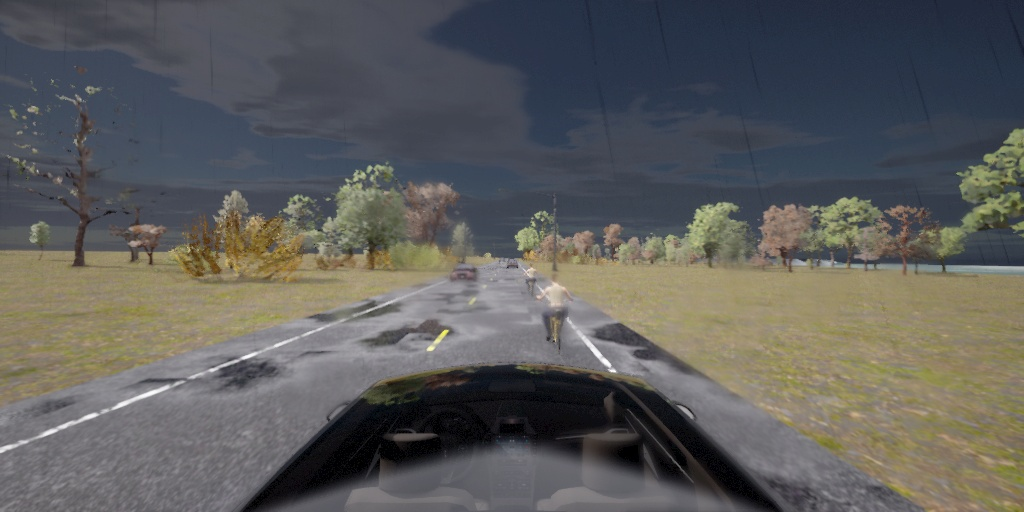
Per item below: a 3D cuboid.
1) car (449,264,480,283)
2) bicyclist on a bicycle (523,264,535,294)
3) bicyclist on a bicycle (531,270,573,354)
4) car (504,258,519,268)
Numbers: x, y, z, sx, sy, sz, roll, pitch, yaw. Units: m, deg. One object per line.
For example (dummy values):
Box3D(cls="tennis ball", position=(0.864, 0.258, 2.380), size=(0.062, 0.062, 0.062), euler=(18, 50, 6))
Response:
Box3D(cls="car", position=(-3.598, 1.318, 27.892), size=(1.994, 1.385, 4.181), euler=(0, 0, 0))
Box3D(cls="bicyclist on a bicycle", position=(0.982, 1.190, 17.942), size=(0.866, 1.612, 1.509), euler=(0, 0, 0))
Box3D(cls="bicyclist on a bicycle", position=(0.946, 1.188, 7.798), size=(0.866, 1.612, 1.509), euler=(0, 0, 0))
Box3D(cls="car", position=(0.107, 1.307, 60.227), size=(2.033, 1.411, 5.357), euler=(0, 0, 0))
